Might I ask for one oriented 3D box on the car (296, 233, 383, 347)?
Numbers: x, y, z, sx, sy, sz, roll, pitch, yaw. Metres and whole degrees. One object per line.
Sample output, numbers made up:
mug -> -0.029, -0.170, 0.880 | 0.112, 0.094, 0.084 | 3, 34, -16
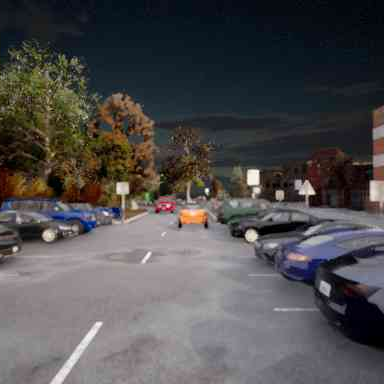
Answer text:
car -> 4.439, 1.564, 5.265 | 4.792, 1.488, 2.163 | 0, -1, 0

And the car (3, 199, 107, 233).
car -> -8.151, 1.418, 19.172 | 5.566, 2.045, 2.435 | 0, -1, 0

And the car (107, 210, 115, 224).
car -> -8.122, 1.586, 24.950 | 4.553, 1.767, 2.185 | 0, -1, 0

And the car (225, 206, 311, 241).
car -> 4.403, 1.646, 16.568 | 5.008, 1.535, 2.097 | 0, -1, 0

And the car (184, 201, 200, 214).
car -> -0.071, 1.880, 41.601 | 1.812, 1.442, 4.674 | 0, 0, -2

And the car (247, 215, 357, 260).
car -> 4.406, 1.632, 10.917 | 4.674, 1.452, 2.002 | 0, -1, 0

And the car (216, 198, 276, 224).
car -> 4.419, 1.445, 22.222 | 5.566, 2.045, 2.435 | 0, 0, 0

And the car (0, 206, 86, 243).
car -> -8.182, 1.646, 16.469 | 4.892, 1.521, 2.231 | 0, -1, 0

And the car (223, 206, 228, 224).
car -> 4.397, 1.712, 19.395 | 4.674, 1.452, 2.002 | 0, -1, 0

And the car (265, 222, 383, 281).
car -> 4.404, 1.603, 8.091 | 4.674, 1.452, 2.002 | 0, -1, 0

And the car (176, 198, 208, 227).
car -> 0.073, 1.593, 25.176 | 2.097, 1.767, 4.553 | 0, 0, 0

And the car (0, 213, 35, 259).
car -> -8.161, 1.592, 10.823 | 4.892, 1.521, 2.231 | 0, -1, 0

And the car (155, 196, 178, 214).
car -> -3.304, 1.579, 41.448 | 2.150, 2.045, 5.566 | 0, -1, 0
